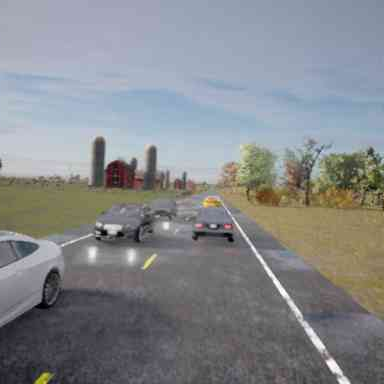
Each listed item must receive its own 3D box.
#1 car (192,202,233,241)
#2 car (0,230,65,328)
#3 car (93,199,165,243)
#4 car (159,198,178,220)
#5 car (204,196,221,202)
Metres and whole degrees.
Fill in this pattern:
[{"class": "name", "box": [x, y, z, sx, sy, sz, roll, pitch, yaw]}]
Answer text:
[{"class": "car", "box": [1.015, 1.440, 16.172, 2.033, 1.411, 5.357, 3, 1, 3]}, {"class": "car", "box": [-3.443, 1.319, 4.707, 1.812, 1.442, 4.674, 3, 1, 4]}, {"class": "car", "box": [-2.795, 1.219, 14.794, 2.128, 1.511, 4.902, 3, 1, 4]}, {"class": "car", "box": [-2.129, 1.208, 25.188, 2.033, 1.411, 5.357, 3, 1, 4]}, {"class": "car", "box": [2.372, 1.223, 38.468, 1.882, 1.535, 5.008, 3, 1, 4]}]
